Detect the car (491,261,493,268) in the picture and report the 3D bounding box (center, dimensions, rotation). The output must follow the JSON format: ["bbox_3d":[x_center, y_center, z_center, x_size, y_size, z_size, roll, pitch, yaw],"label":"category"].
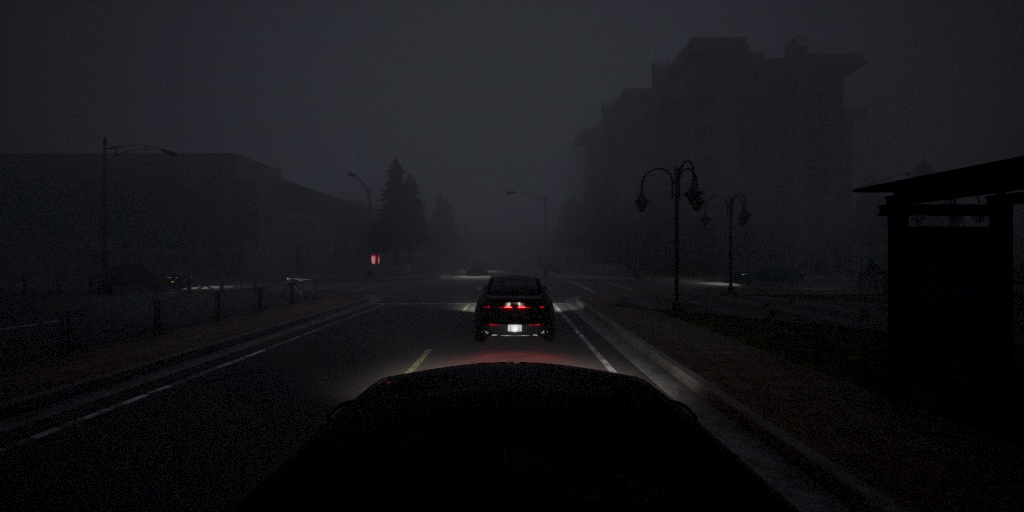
[{"bbox_3d":[-3.685,1.226,50.956,1.882,1.535,5.008,0,1,0],"label":"car"}]

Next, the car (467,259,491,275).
[{"bbox_3d":[-3.674,1.226,38.771,1.882,1.535,5.008,0,0,0],"label":"car"}]

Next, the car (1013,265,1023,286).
[{"bbox_3d":[32.199,1.298,21.762,4.181,1.385,1.994,0,0,0],"label":"car"}]

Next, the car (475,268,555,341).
[{"bbox_3d":[0.065,1.255,9.886,1.837,1.490,4.892,0,0,0],"label":"car"}]

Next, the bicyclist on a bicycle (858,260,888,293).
[{"bbox_3d":[18.254,1.035,18.092,0.582,1.620,1.656,0,0,0],"label":"bicyclist on a bicycle"}]

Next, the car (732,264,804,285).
[{"bbox_3d":[18.106,1.259,25.563,4.674,1.442,1.812,0,0,1],"label":"car"}]

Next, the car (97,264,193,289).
[{"bbox_3d":[-22.616,1.238,22.201,4.892,1.490,1.837,0,0,0],"label":"car"}]
